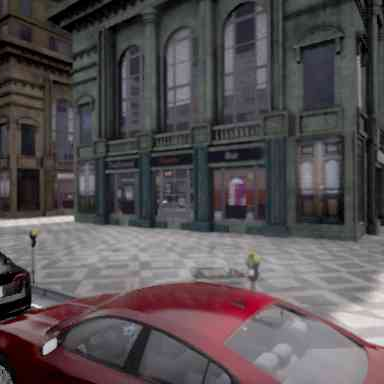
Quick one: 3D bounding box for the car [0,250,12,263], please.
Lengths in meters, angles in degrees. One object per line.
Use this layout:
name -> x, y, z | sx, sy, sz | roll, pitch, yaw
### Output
car -> -4.802, 1.648, 6.394 | 4.313, 1.339, 1.947 | -1, 0, 36

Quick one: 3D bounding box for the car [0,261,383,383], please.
car -> -0.217, 1.565, 3.117 | 4.507, 1.381, 1.887 | -1, 0, 36
